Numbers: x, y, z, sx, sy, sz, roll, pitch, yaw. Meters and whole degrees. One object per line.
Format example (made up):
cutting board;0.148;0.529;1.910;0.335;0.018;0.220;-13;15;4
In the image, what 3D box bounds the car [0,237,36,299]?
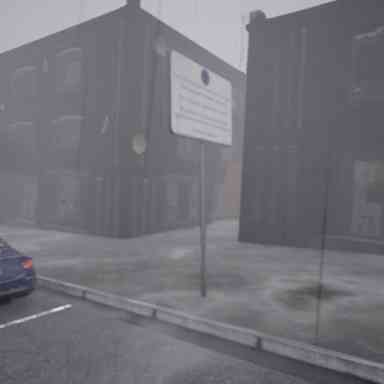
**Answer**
car;-5.239;1.552;7.259;4.674;1.452;2.002;0;0;35
